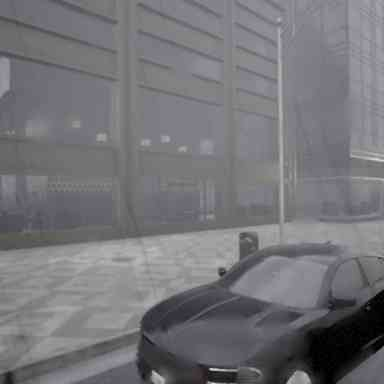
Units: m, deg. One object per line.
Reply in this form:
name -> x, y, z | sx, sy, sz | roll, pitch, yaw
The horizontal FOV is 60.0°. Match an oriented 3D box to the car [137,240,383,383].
car -> 1.588, 1.537, 4.803 | 5.008, 1.535, 1.882 | 0, -1, -40
